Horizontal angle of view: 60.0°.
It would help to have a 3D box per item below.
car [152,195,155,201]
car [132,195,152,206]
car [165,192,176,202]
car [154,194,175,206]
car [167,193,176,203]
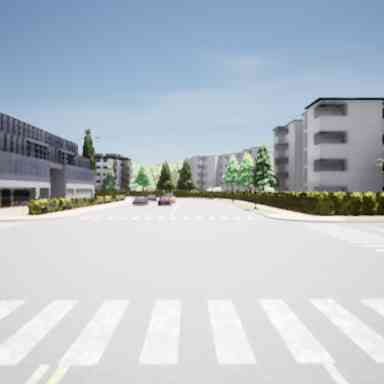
[{"bbox_3d":[-7.562,1.187,63.311,2.033,1.411,5.357,0,0,-3],"label":"car"},{"bbox_3d":[-7.382,1.289,47.928,1.994,1.385,4.181,0,0,0],"label":"car"},{"bbox_3d":[-4.197,0.989,64.146,2.097,1.767,4.553,0,0,-4],"label":"car"},{"bbox_3d":[-3.878,1.328,47.511,1.895,1.301,4.718,0,0,0],"label":"car"},{"bbox_3d":[-3.913,1.024,57.180,2.097,1.767,4.553,0,0,-1],"label":"car"}]
